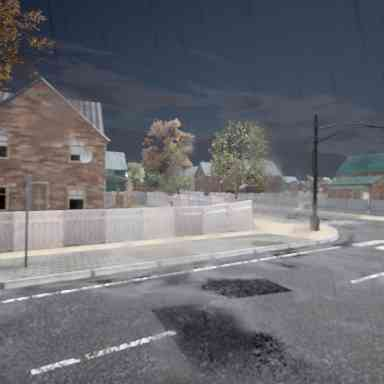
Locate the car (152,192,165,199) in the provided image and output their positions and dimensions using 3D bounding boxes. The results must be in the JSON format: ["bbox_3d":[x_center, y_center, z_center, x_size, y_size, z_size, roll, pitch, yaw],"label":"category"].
[{"bbox_3d":[-6.159,0.662,61.736,1.812,1.442,4.674,1,0,-20],"label":"car"}]
